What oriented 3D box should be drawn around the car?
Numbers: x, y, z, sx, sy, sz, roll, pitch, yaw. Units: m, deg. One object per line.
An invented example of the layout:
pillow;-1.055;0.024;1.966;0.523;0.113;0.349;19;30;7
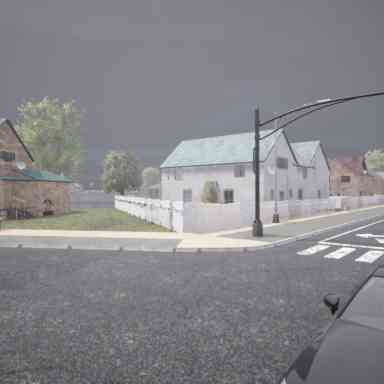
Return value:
car;2.561;1.524;3.463;1.812;1.442;4.674;0;0;42
